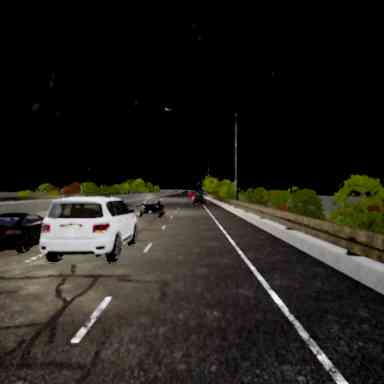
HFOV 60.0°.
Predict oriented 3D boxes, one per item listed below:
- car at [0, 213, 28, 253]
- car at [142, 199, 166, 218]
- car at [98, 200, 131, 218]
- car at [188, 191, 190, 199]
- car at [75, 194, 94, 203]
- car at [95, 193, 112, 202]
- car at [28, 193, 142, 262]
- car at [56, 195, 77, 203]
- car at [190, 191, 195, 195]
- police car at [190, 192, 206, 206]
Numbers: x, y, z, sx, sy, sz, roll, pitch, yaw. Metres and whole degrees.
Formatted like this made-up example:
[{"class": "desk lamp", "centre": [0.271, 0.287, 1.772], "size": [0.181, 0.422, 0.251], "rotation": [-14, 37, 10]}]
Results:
[{"class": "car", "centre": [-6.888, 1.512, 13.342], "size": [1.994, 1.385, 4.181], "rotation": [0, 0, 0]}, {"class": "car", "centre": [-3.375, 1.378, 29.131], "size": [2.128, 1.511, 4.902], "rotation": [0, 0, 0]}, {"class": "car", "centre": [-6.875, 1.448, 29.842], "size": [1.994, 1.385, 4.181], "rotation": [0, 0, 0]}, {"class": "car", "centre": [0.070, 0.736, 84.635], "size": [2.150, 2.045, 5.566], "rotation": [0, 0, 0]}, {"class": "car", "centre": [-20.947, 1.259, 65.009], "size": [2.128, 1.511, 4.902], "rotation": [0, 0, 0]}, {"class": "car", "centre": [-17.447, 1.092, 65.535], "size": [2.097, 1.767, 4.553], "rotation": [0, 0, 0]}, {"class": "car", "centre": [-3.390, 1.175, 11.983], "size": [2.150, 2.045, 5.566], "rotation": [0, 0, 0]}, {"class": "car", "centre": [-24.446, 1.278, 64.968], "size": [2.033, 1.411, 5.357], "rotation": [0, 0, 0]}, {"class": "car", "centre": [1.104, 1.090, 66.132], "size": [2.097, 1.767, 4.553], "rotation": [0, 0, 0]}, {"class": "police car", "centre": [1.091, 1.228, 50.273], "size": [1.930, 1.638, 5.238], "rotation": [0, 0, 0]}]
